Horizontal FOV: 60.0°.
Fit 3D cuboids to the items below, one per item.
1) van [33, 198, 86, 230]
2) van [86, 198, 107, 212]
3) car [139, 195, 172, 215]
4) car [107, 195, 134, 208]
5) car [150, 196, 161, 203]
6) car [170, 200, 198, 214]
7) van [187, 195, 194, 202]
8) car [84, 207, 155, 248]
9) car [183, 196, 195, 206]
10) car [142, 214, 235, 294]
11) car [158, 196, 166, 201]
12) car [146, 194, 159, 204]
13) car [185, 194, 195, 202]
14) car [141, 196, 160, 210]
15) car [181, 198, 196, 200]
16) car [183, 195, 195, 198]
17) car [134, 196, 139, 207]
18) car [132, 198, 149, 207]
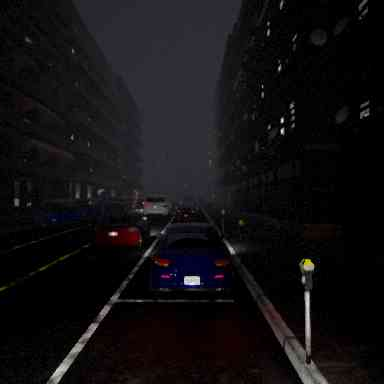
[{"bbox_3d":[-8.311,1.358,20.753,1.690,1.788,3.998,2,0,0],"label":"van"},{"bbox_3d":[-8.312,1.368,26.286,1.690,1.788,3.998,1,0,0],"label":"van"},{"bbox_3d":[-3.020,1.292,29.823,2.150,2.045,5.566,0,0,0],"label":"car"},{"bbox_3d":[-8.311,1.365,37.346,2.192,1.841,5.009,1,0,0],"label":"car"},{"bbox_3d":[-8.319,1.724,76.059,1.887,1.381,4.507,1,0,0],"label":"car"},{"bbox_3d":[-0.436,1.571,26.224,1.887,1.381,4.507,1,0,0],"label":"car"},{"bbox_3d":[-0.469,1.575,87.068,1.690,1.788,3.998,1,0,0],"label":"van"},{"bbox_3d":[-3.020,1.584,14.786,1.994,1.385,4.181,0,0,0],"label":"car"},{"bbox_3d":[-0.469,1.553,59.411,1.967,1.590,4.097,1,0,0],"label":"car"},{"bbox_3d":[0.003,1.530,8.653,1.812,1.442,4.674,0,0,0],"label":"car"},{"bbox_3d":[-8.321,1.846,92.653,1.802,1.307,4.206,1,0,0],"label":"car"},{"bbox_3d":[-8.313,1.470,70.529,2.192,1.841,5.009,1,0,0],"label":"car"},{"bbox_3d":[-0.468,1.521,81.536,2.192,1.841,5.009,1,0,0],"label":"car"},{"bbox_3d":[-5.770,1.478,46.827,2.097,1.767,4.553,0,0,0],"label":"car"},{"bbox_3d":[-0.436,1.582,31.754,1.887,1.381,4.507,1,0,0],"label":"car"},{"bbox_3d":[-0.427,1.490,37.286,1.967,1.590,4.097,1,0,0],"label":"car"},{"bbox_3d":[-8.311,1.378,42.876,2.192,1.841,5.009,1,0,0],"label":"car"},{"bbox_3d":[-8.318,1.660,53.938,1.947,1.339,4.313,1,0,0],"label":"car"}]
